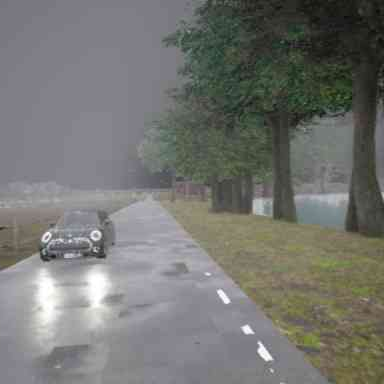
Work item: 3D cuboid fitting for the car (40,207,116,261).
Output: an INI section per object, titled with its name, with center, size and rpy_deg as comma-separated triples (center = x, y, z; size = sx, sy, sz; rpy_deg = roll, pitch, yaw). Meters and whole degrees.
[car]
center = -4.220, 1.473, 12.896
size = 2.097, 1.767, 4.553
rpy_deg = -1, 0, -7
